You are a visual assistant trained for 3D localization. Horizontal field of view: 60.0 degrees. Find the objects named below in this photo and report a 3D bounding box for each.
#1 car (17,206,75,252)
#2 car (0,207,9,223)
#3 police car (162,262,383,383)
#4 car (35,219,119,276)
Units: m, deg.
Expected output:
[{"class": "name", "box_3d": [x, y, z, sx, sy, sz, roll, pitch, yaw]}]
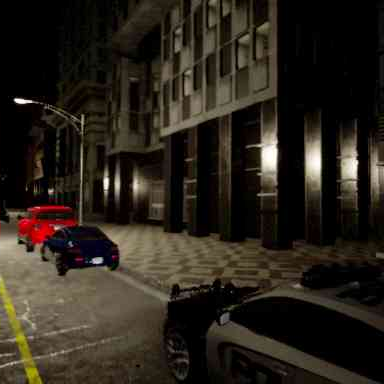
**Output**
[{"class": "car", "box_3d": [-7.355, 1.742, 16.747, 2.150, 2.045, 5.566, 2, -2, -33]}, {"class": "car", "box_3d": [-21.082, 2.413, 35.993, 2.097, 1.767, 4.553, 2, -2, -33]}, {"class": "police car", "box_3d": [1.409, 1.574, 3.454, 1.930, 1.638, 5.238, 2, -2, -33]}, {"class": "car", "box_3d": [-4.038, 1.901, 11.704, 1.812, 1.442, 4.674, 2, -2, -33]}]
